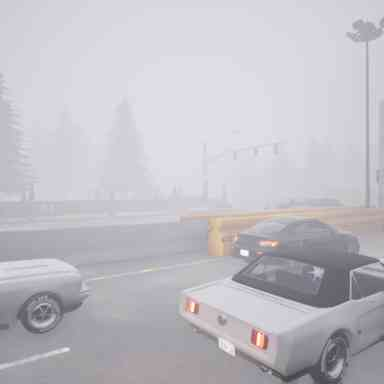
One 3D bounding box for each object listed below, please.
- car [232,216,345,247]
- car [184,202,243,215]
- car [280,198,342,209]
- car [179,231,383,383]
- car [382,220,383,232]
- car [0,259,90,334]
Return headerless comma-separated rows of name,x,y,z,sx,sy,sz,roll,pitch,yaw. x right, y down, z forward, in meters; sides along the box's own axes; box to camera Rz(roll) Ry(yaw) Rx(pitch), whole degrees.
car,3.306,1.473,10.364,4.674,1.442,1.812,-1,0,-35
car,1.755,1.487,26.580,4.718,1.301,1.895,0,0,-35
car,8.386,1.215,22.649,4.553,1.767,2.097,-1,0,-35
car,2.237,1.576,5.323,4.718,1.301,1.895,-1,0,-35
car,10.695,1.406,15.604,4.674,1.442,1.812,-1,0,-36
car,-4.115,1.601,5.110,4.718,1.301,1.895,0,0,-35
